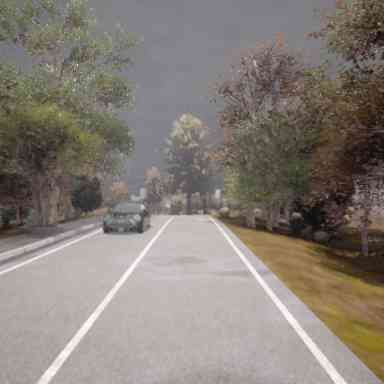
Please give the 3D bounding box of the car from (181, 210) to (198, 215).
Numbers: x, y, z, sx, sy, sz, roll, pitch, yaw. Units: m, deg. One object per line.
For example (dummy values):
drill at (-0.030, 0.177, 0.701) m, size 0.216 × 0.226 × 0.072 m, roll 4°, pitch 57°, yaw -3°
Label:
car at (-0.588, 5.726, 89.469) m, size 4.553 × 1.767 × 2.097 m, roll 0°, pitch -5°, yaw 8°

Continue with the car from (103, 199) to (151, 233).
car at (-3.627, 1.330, 19.186) m, size 2.097 × 1.767 × 4.553 m, roll 0°, pitch 0°, yaw 0°
